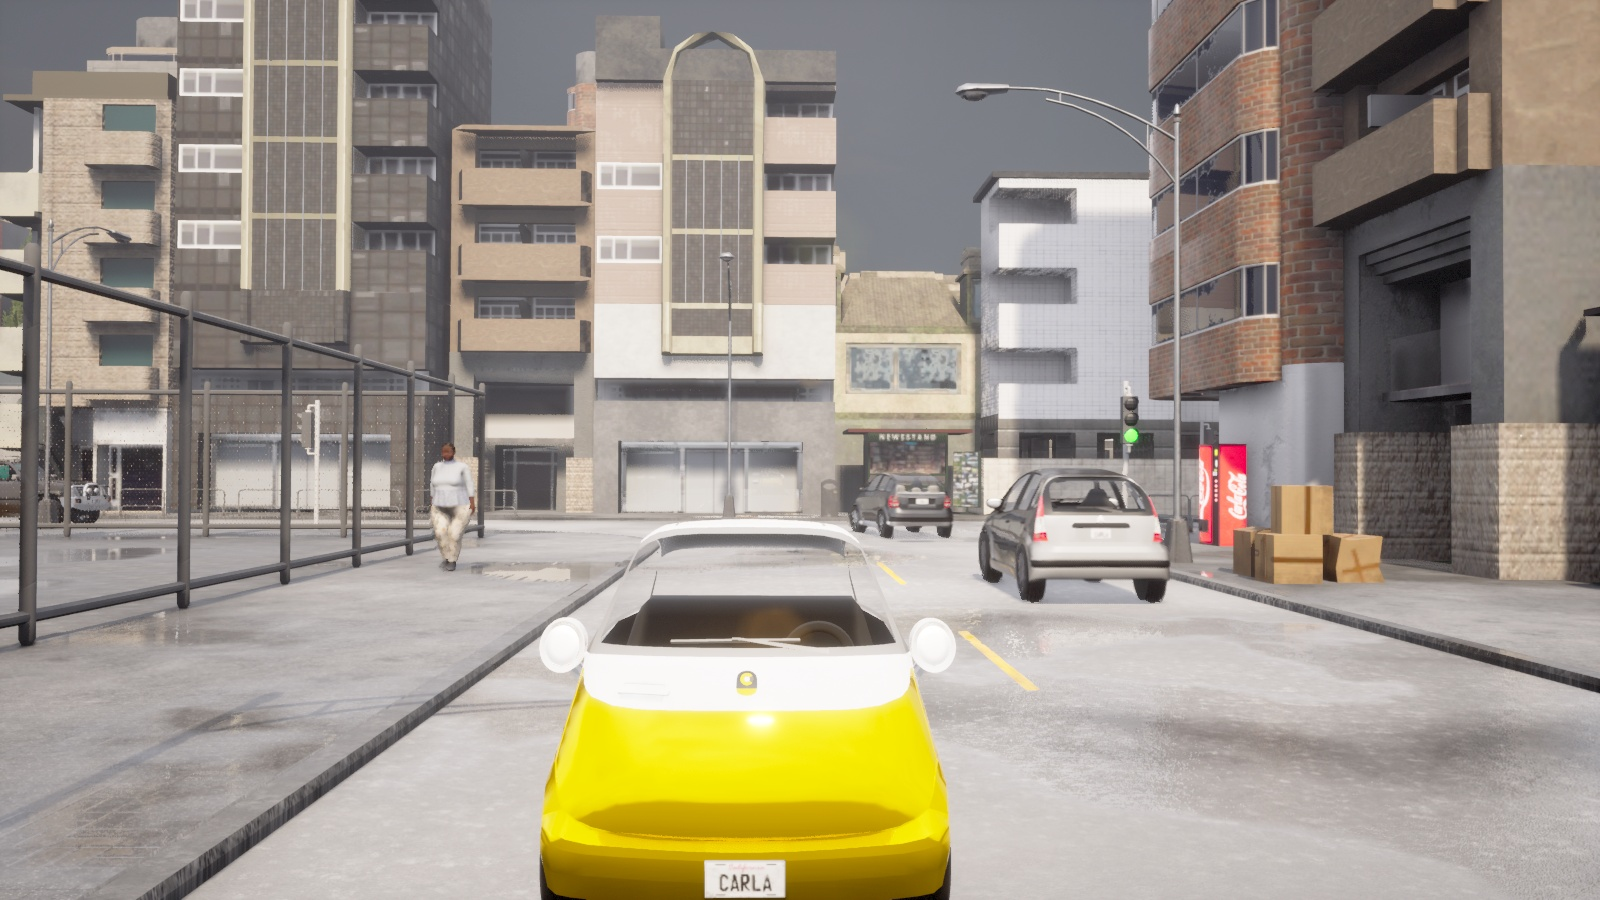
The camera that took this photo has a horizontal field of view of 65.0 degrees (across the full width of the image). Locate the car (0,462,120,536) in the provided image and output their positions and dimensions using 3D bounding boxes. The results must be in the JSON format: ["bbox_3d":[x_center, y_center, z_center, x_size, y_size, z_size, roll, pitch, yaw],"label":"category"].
[{"bbox_3d":[-20.481,1.259,32.573,4.605,1.855,1.932,0,-1,-1],"label":"car"}]

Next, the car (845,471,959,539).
[{"bbox_3d":[2.434,1.300,30.837,1.789,1.549,3.705,0,-1,-12],"label":"car"}]

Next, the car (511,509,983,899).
[{"bbox_3d":[-0.190,0.955,5.061,1.481,1.376,2.207,0,-1,-1],"label":"car"}]

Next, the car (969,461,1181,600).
[{"bbox_3d":[3.496,0.979,16.736,1.851,1.617,3.988,0,-1,-1],"label":"car"}]

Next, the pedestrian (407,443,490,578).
[{"bbox_3d":[-4.975,0.843,17.836,0.874,1.855,0.900,0,-1,4],"label":"pedestrian"}]
